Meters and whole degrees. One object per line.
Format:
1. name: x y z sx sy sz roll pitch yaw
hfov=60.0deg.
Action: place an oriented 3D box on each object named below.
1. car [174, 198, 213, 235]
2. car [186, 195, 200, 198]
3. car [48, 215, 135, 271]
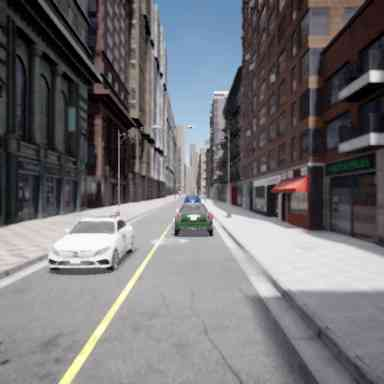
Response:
1. car: 0.090 1.399 19.415 2.097 1.767 4.553 0 0 0
2. car: 0.080 1.342 43.671 2.150 2.045 5.566 0 0 0
3. car: -3.090 1.553 11.129 1.812 1.442 4.674 0 0 0
